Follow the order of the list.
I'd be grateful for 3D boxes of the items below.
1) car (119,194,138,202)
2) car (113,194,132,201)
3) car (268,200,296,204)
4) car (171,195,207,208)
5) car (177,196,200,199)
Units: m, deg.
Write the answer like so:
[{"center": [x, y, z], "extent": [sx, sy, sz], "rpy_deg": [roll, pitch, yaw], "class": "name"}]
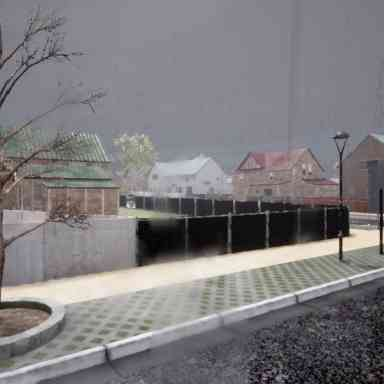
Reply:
[{"center": [-9.384, 1.026, 51.800], "extent": [1.837, 1.490, 4.892], "rpy_deg": [0, 0, -34], "class": "car"}, {"center": [-12.989, 1.000, 62.164], "extent": [1.895, 1.301, 4.718], "rpy_deg": [0, 1, -34], "class": "car"}, {"center": [7.470, 1.360, 26.921], "extent": [1.812, 1.442, 4.674], "rpy_deg": [0, 1, -34], "class": "car"}, {"center": [-0.451, 1.186, 43.777], "extent": [2.033, 1.411, 5.357], "rpy_deg": [0, 1, -34], "class": "car"}, {"center": [-0.680, 1.231, 38.883], "extent": [2.033, 1.411, 5.357], "rpy_deg": [0, 1, -34], "class": "car"}]
